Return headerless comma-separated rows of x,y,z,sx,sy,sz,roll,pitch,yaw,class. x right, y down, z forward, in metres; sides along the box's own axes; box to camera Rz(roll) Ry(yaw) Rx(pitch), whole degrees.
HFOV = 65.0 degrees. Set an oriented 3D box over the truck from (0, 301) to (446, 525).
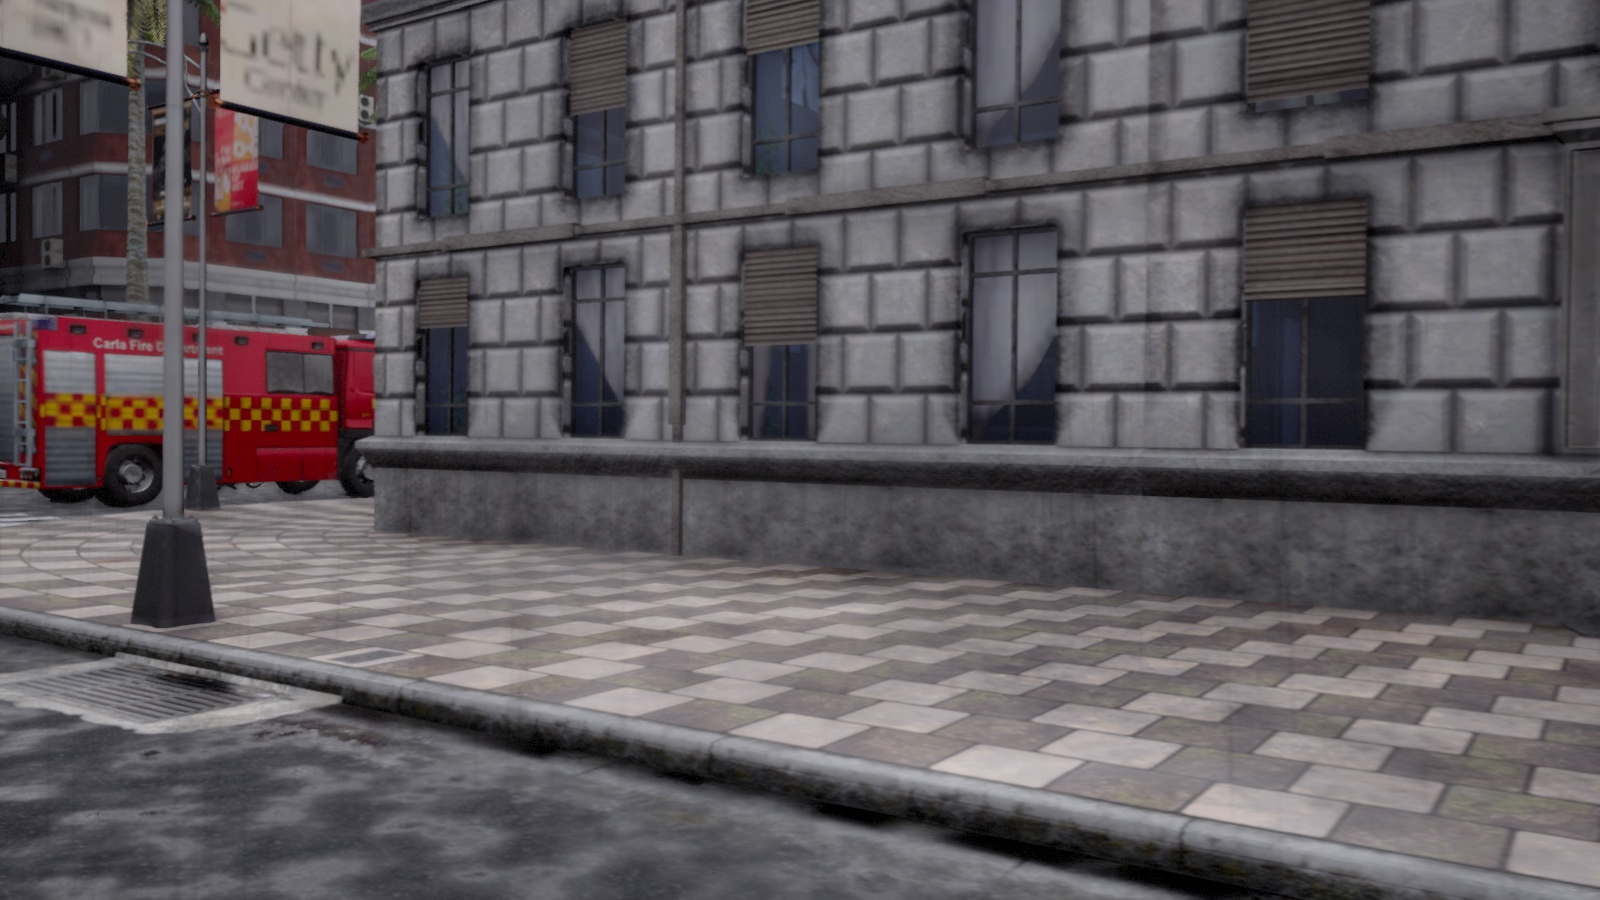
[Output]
-11.610,-0.709,25.707,2.891,3.827,8.468,0,1,34,truck
